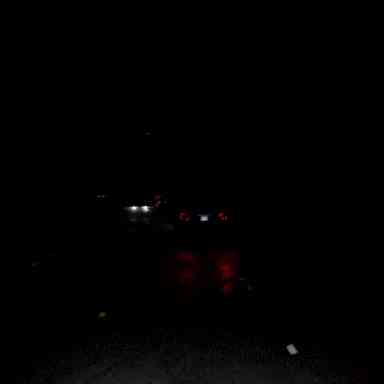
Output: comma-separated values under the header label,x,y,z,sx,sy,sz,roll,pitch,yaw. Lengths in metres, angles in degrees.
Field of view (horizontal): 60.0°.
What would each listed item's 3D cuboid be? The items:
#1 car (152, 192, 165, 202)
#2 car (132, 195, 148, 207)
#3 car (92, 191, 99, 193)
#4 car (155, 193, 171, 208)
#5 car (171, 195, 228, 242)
label,x,y,z,sx,sy,sz,roll,pitch,yaw
car,-5.119,0.784,53.344,2.097,1.767,4.553,-1,1,-14
car,-6.964,1.157,44.583,1.812,1.442,4.674,-1,1,-8
car,-24.221,0.071,85.622,1.994,1.385,4.181,-3,4,-39
car,-3.374,1.197,42.065,2.033,1.411,5.357,0,1,-6
car,0.280,1.157,16.140,2.150,2.045,5.566,0,0,-5
